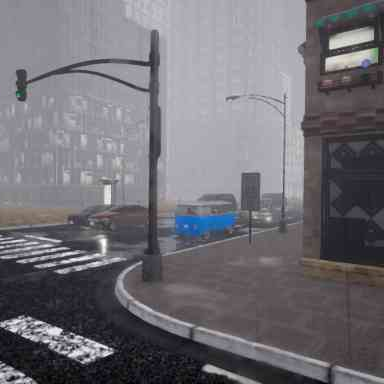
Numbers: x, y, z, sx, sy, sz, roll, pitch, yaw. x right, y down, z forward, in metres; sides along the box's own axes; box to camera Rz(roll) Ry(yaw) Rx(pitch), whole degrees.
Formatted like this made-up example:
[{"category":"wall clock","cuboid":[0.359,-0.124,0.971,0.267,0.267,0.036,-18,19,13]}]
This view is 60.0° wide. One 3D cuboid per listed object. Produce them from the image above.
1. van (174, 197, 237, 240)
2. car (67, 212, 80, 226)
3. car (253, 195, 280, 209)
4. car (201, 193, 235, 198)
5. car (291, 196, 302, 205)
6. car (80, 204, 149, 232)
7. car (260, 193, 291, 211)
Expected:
[{"category":"van","cuboid":[0.802,1.368,17.037,1.690,1.788,3.998,1,1,35]},{"category":"car","cuboid":[-6.033,1.467,21.893,1.947,1.339,4.313,1,1,35]},{"category":"car","cuboid":[9.989,1.293,44.443,1.967,1.590,4.097,1,1,35]},{"category":"car","cuboid":[1.863,1.143,28.524,2.150,2.045,5.566,1,1,36]},{"category":"car","cuboid":[16.299,1.364,53.326,1.752,1.417,4.829,1,1,35]},{"category":"car","cuboid":[-4.091,1.466,20.149,1.812,1.442,4.674,1,1,37]},{"category":"car","cuboid":[9.234,1.121,38.851,2.150,2.045,5.566,1,1,37]}]
